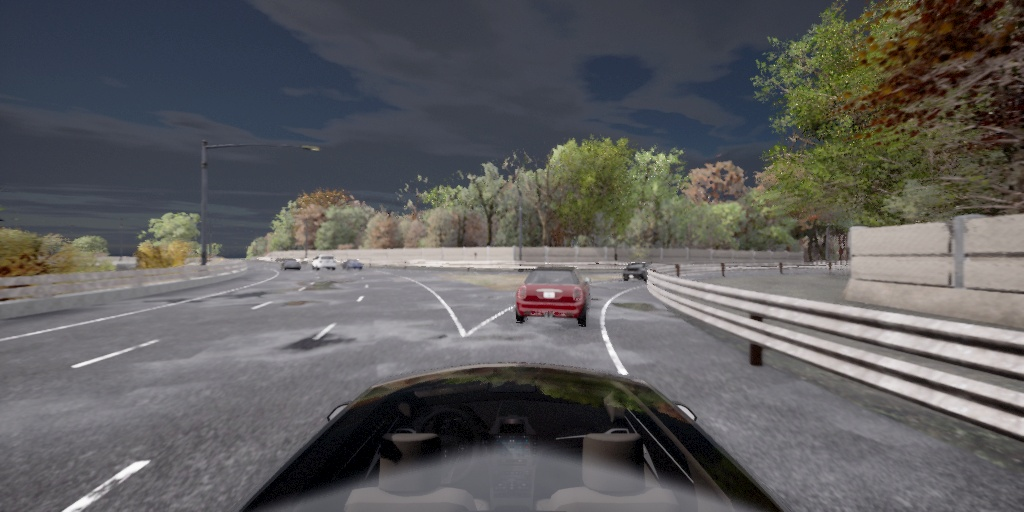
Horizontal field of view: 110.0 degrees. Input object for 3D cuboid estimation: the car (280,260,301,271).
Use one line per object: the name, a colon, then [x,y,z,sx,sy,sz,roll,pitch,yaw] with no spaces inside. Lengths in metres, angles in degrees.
car: [-29.006,1.204,47.007,1.994,1.385,4.181,0,0,-38]

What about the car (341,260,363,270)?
car: [-22.258,1.214,49.810,2.033,1.411,5.357,0,0,-37]

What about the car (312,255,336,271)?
car: [-24.825,0.878,47.378,2.150,2.045,5.566,0,0,-37]

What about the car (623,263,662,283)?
car: [10.502,1.301,28.728,1.837,1.490,4.892,-1,-1,40]

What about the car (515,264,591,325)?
car: [1.543,1.110,12.136,2.097,1.767,4.553,0,0,14]
